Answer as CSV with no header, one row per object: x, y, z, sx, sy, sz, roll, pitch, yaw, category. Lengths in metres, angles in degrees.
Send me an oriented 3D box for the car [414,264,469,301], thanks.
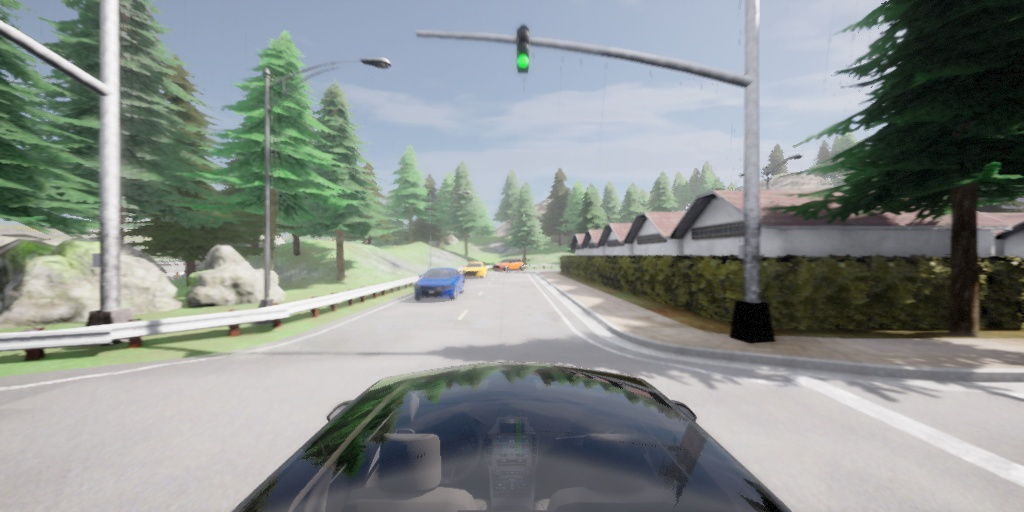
-3.537,1.315,18.177,1.882,1.535,5.008,0,0,-1,car

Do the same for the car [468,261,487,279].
-3.491,1.294,34.143,1.882,1.535,5.008,0,0,1,car

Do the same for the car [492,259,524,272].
-0.492,1.138,47.824,2.097,1.767,4.553,0,0,45,car
